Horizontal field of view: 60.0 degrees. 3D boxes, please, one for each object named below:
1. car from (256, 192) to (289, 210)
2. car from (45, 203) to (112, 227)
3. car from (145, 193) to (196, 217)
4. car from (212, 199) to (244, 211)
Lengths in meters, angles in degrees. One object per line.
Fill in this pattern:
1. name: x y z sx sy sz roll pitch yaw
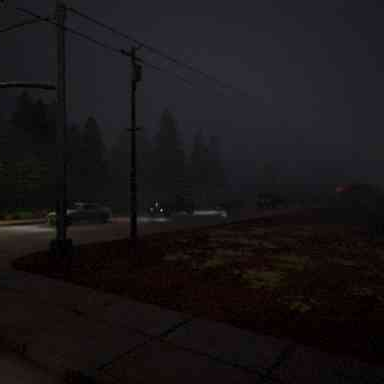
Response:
1. car: 9.730 1.033 40.222 2.150 2.045 5.566 0 0 38
2. car: -7.663 1.475 22.913 1.812 1.442 4.674 0 0 37
3. car: -1.824 1.115 30.807 2.150 2.045 5.566 0 0 37
4. car: 4.258 1.437 38.990 1.895 1.301 4.718 0 0 37
